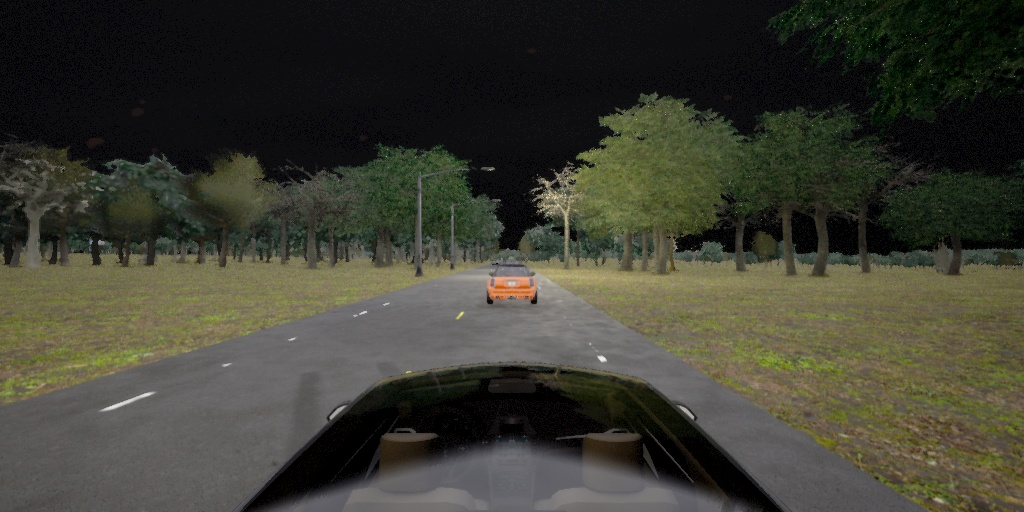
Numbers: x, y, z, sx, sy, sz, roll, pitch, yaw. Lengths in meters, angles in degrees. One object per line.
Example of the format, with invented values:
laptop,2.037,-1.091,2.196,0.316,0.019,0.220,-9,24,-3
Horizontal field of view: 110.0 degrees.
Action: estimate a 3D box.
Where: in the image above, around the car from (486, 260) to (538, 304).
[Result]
car,0.000,1.137,16.471,2.097,1.767,4.553,0,0,0
